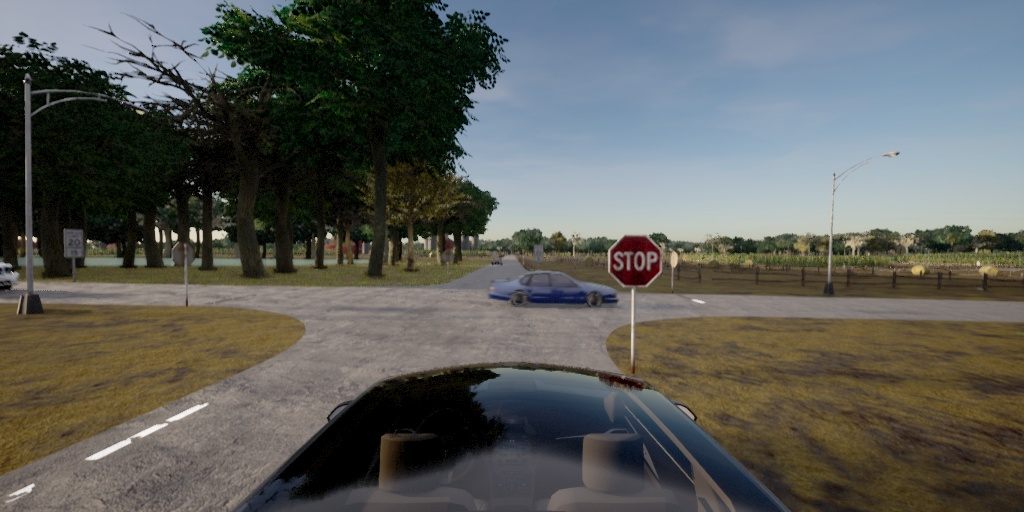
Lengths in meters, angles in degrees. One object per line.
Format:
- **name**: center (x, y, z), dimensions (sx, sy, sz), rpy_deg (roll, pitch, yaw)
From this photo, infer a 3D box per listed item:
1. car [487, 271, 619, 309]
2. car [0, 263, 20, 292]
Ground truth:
- **car**: center (1.636, 1.367, 15.101), dimensions (5.357, 1.411, 2.033), rpy_deg (1, 1, 0)
- **car**: center (-24.443, 0.582, 14.961), dimensions (5.566, 2.045, 2.150), rpy_deg (1, 1, 0)
